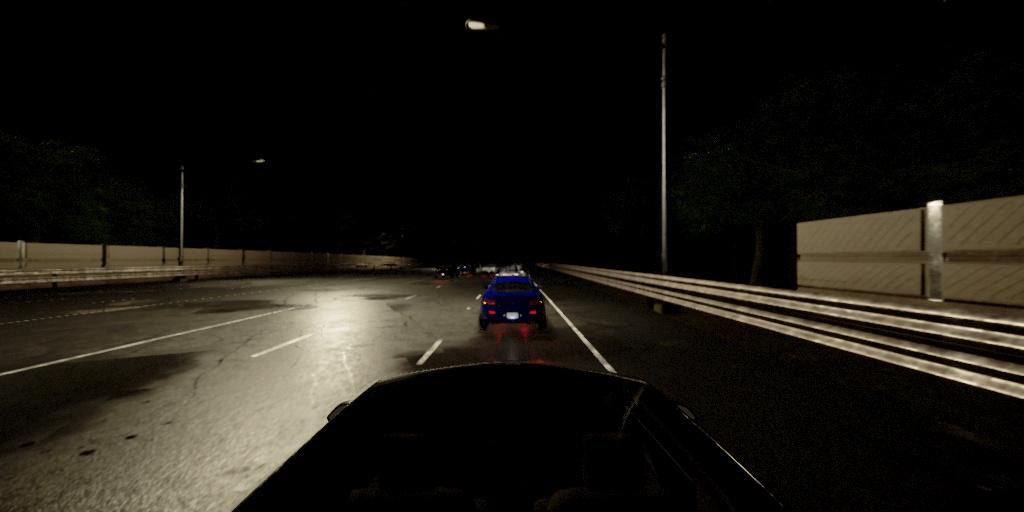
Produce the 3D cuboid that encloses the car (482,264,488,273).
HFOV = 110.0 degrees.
[{"bbox_3d":[-2.850,1.794,49.925,1.895,1.301,4.718,0,-1,5],"label":"car"}]

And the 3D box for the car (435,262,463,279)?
[{"bbox_3d":[-6.732,1.577,37.680,1.837,1.490,4.892,0,-1,1],"label":"car"}]

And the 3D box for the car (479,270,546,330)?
[{"bbox_3d":[0.017,1.340,11.293,1.812,1.442,4.674,0,0,0],"label":"car"}]

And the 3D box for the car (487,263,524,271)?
[{"bbox_3d":[-0.234,1.419,24.795,2.128,1.511,4.902,0,0,2],"label":"car"}]

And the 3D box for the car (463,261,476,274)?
[{"bbox_3d":[-6.325,1.575,50.576,2.097,1.767,4.553,0,-1,2],"label":"car"}]

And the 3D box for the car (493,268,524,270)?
[{"bbox_3d":[0.028,1.468,18.632,1.895,1.301,4.718,0,-1,0],"label":"car"}]
